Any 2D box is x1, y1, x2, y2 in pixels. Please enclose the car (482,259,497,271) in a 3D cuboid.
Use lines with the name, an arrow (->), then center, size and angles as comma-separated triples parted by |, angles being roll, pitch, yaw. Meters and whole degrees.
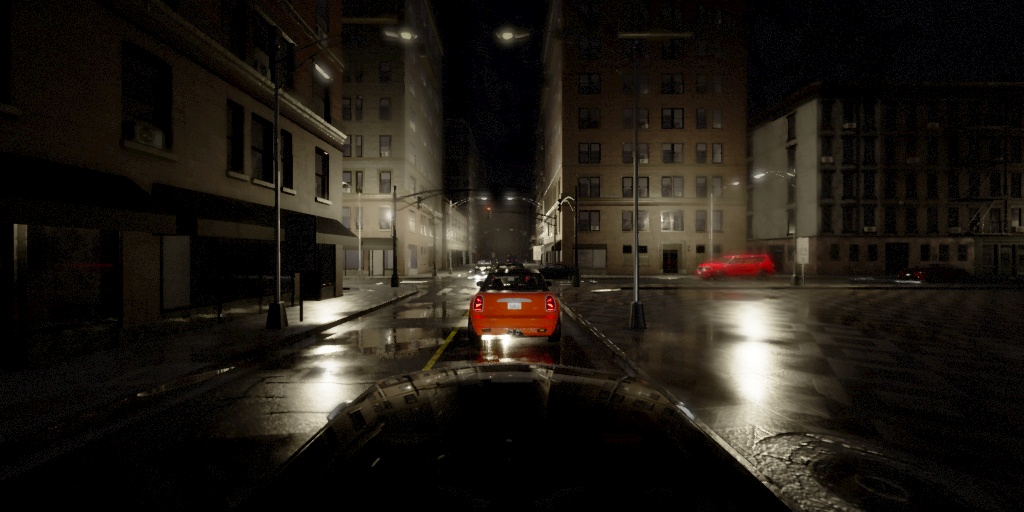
car -> -3.179, 1.252, 51.470 | 1.837, 1.490, 4.892 | 0, 0, 0

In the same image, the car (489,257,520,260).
car -> -0.161, 1.101, 18.825 | 2.097, 1.767, 4.553 | 0, 0, -3

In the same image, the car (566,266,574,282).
car -> 3.157, 1.314, 28.480 | 4.181, 1.385, 1.994 | 0, 0, 0

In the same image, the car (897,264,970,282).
car -> 33.728, 1.320, 28.744 | 4.181, 1.385, 1.994 | 0, 0, 0

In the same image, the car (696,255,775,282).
car -> 17.759, 0.967, 28.607 | 5.566, 2.045, 2.150 | -1, 0, 0

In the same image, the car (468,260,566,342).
car -> 0.058, 1.102, 9.904 | 2.097, 1.767, 4.553 | 0, 0, 0

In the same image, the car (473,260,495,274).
car -> -3.174, 1.239, 41.223 | 2.128, 1.511, 4.902 | 0, 0, 0
